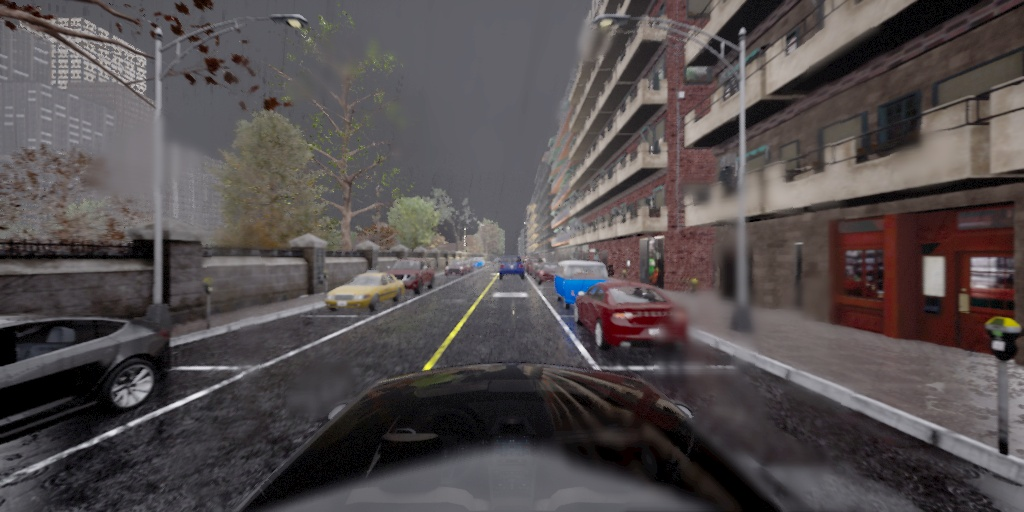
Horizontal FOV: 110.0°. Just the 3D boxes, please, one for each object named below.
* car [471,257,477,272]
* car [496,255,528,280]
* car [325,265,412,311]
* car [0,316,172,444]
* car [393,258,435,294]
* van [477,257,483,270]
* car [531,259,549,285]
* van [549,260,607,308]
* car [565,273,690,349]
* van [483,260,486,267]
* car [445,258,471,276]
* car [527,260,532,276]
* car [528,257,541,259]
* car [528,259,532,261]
[{"bbox_3d":[-5.708,1.195,42.744,1.967,1.591,4.097,0,0,0],"label":"car"},{"bbox_3d":[-0.013,0.973,31.770,2.150,2.045,5.566,0,0,0],"label":"car"},{"bbox_3d":[-5.695,1.271,14.425,1.751,1.417,4.829,0,0,0],"label":"car"},{"bbox_3d":[-5.691,1.315,3.334,1.948,1.339,4.313,0,0,0],"label":"car"},{"bbox_3d":[-5.699,1.061,20.224,2.192,1.841,5.009,0,0,0],"label":"car"},{"bbox_3d":[-5.714,1.106,54.004,1.690,1.789,3.998,0,0,0],"label":"van"},{"bbox_3d":[2.680,1.188,25.858,1.967,1.591,4.097,0,0,0],"label":"car"},{"bbox_3d":[2.685,1.088,14.598,1.690,1.789,3.998,0,0,0],"label":"van"},{"bbox_3d":[2.687,1.293,8.967,1.888,1.381,4.507,0,0,0],"label":"car"},{"bbox_3d":[-5.716,1.112,59.634,1.690,1.789,3.998,0,0,0],"label":"van"},{"bbox_3d":[-5.706,1.192,37.115,1.967,1.591,4.097,0,0,0],"label":"car"},{"bbox_3d":[2.677,1.301,31.488,2.007,1.370,4.403,0,0,0],"label":"car"},{"bbox_3d":[2.672,1.071,42.748,2.192,1.841,5.009,0,0,0],"label":"car"},{"bbox_3d":[2.674,1.298,37.118,1.888,1.381,4.507,0,0,0],"label":"car"}]
